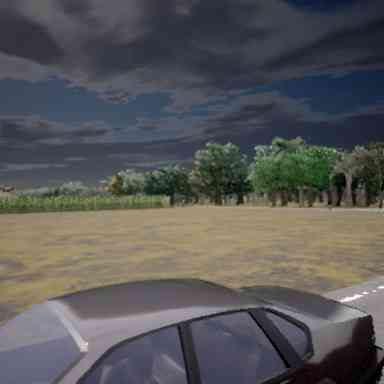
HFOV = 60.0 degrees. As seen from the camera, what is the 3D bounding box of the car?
[{"bbox_3d":[-0.519,1.548,2.678,5.357,1.411,2.033,0,0,-35],"label":"car"}]
